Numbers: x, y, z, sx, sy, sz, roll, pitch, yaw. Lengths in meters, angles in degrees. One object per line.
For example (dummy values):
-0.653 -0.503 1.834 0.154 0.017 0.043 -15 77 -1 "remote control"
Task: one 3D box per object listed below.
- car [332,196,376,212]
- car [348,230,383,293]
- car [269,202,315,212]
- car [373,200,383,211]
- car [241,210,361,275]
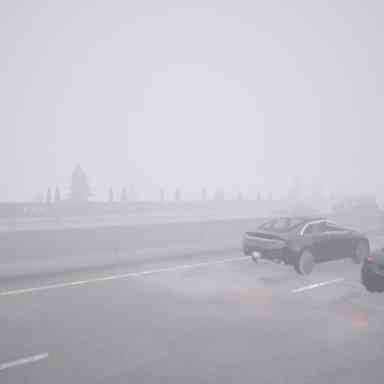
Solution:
15.918 1.391 32.305 5.566 2.045 2.150 0 0 -35 "car"
5.840 1.614 7.839 4.181 1.385 1.994 0 0 -35 "car"
9.840 1.688 32.282 5.357 1.411 2.033 0 0 -35 "car"
18.675 1.680 29.998 4.892 1.490 1.837 0 0 -36 "car"
3.766 1.540 10.660 4.902 1.511 2.128 0 0 -35 "car"
